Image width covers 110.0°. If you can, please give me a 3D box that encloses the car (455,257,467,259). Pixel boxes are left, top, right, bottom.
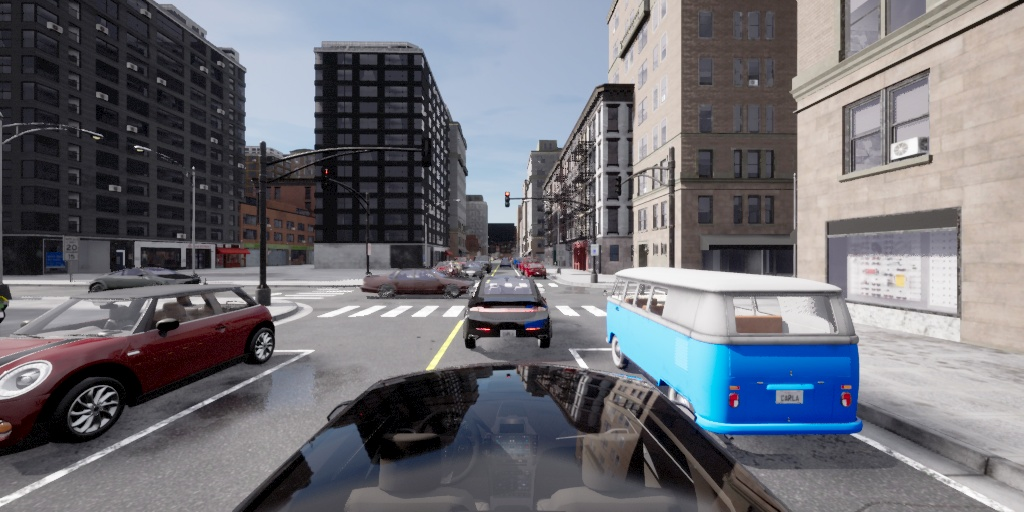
[{"bbox_3d":[-6.146,1.065,42.774,2.192,1.841,5.009,0,0,-1],"label":"car"}]

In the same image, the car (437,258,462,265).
[{"bbox_3d":[-5.943,1.190,31.957,1.967,1.591,4.097,0,0,-1],"label":"car"}]

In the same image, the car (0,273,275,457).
[{"bbox_3d":[-5.439,1.190,5.082,1.967,1.591,4.097,0,0,-1],"label":"car"}]

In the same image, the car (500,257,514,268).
[{"bbox_3d":[-1.124,1.309,62.268,1.994,1.385,4.181,0,0,-1],"label":"car"}]

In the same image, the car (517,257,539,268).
[{"bbox_3d":[1.979,1.065,37.516,2.192,1.841,5.009,0,0,-1],"label":"car"}]

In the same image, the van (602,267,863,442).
[{"bbox_3d":[2.585,1.091,5.233,1.690,1.789,3.998,0,0,-1],"label":"van"}]

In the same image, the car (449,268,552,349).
[{"bbox_3d":[-0.125,1.242,9.167,2.128,1.511,4.902,0,0,-1],"label":"car"}]

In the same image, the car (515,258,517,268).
[{"bbox_3d":[1.776,1.294,48.334,1.888,1.381,4.507,0,0,-1],"label":"car"}]

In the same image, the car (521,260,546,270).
[{"bbox_3d":[2.081,1.295,32.108,1.888,1.381,4.507,0,0,-1],"label":"car"}]

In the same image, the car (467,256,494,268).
[{"bbox_3d":[-3.581,0.972,41.768,2.150,2.045,5.566,0,0,0],"label":"car"}]

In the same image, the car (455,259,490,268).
[{"bbox_3d":[-3.392,1.242,31.606,2.128,1.511,4.902,0,0,-1],"label":"car"}]

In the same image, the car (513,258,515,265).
[{"bbox_3d":[1.573,1.312,59.151,1.948,1.339,4.313,0,0,-1],"label":"car"}]

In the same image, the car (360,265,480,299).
[{"bbox_3d":[-4.417,1.284,17.349,5.357,1.411,2.033,0,0,-1],"label":"car"}]

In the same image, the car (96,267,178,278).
[{"bbox_3d":[-17.243,1.229,17.092,4.181,1.385,1.994,0,0,-1],"label":"car"}]

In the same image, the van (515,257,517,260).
[{"bbox_3d":[1.674,1.089,53.743,1.690,1.789,3.998,0,0,-1],"label":"van"}]

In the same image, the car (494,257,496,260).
[{"bbox_3d":[-3.776,1.296,52.170,2.033,1.411,5.357,0,0,-1],"label":"car"}]
